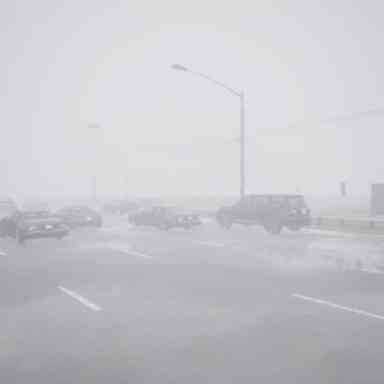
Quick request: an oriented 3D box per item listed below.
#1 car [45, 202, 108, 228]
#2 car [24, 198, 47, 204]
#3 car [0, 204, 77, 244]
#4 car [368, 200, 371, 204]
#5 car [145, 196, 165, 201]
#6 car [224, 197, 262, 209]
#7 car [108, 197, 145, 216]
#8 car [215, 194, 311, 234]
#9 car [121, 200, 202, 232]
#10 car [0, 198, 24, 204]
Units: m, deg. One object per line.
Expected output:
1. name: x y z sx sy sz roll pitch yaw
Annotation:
1. car: -7.205 1.476 20.460 1.994 1.385 4.181 0 0 -42
2. car: -17.541 1.383 37.353 1.812 1.442 4.674 0 0 -42
3. car: -7.579 1.487 15.610 2.033 1.411 5.357 0 0 -42
4. car: 27.715 1.194 47.042 5.357 1.411 2.033 0 0 -17
5. car: -5.599 1.304 40.488 4.892 1.490 1.837 0 0 5
6. car: 6.261 1.318 41.028 4.181 1.385 1.994 0 0 -12
7. car: -6.633 1.361 30.356 1.837 1.490 4.892 0 0 -41
8. car: 3.806 1.107 18.597 2.150 2.045 5.566 0 1 -42
9. car: -1.769 1.445 19.607 2.033 1.411 5.357 0 0 -42
10. car: -19.394 1.372 34.190 2.128 1.511 4.902 0 0 -42
